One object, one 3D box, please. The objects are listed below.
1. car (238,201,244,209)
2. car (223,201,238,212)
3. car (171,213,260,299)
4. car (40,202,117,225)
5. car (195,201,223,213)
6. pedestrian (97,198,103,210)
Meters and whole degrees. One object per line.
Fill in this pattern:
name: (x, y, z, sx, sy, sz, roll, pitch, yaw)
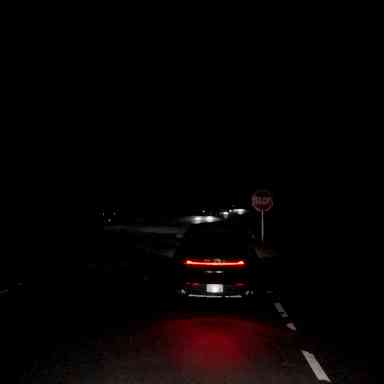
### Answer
car: (7.553, 2.170, 55.549, 1.895, 1.301, 4.718, 0, -1, 16)
car: (4.494, 1.947, 45.294, 2.033, 1.411, 5.357, 0, -1, 17)
car: (0.591, 1.510, 8.481, 1.837, 1.490, 4.892, 0, 0, 4)
car: (-7.327, 1.346, 21.666, 4.718, 1.301, 1.895, 4, -2, 15)
car: (1.704, 1.802, 35.383, 1.994, 1.385, 4.181, 0, -1, 15)
pedestrian: (-8.007, 1.099, 28.566, 0.375, 1.860, 0.375, 0, -4, 7)
